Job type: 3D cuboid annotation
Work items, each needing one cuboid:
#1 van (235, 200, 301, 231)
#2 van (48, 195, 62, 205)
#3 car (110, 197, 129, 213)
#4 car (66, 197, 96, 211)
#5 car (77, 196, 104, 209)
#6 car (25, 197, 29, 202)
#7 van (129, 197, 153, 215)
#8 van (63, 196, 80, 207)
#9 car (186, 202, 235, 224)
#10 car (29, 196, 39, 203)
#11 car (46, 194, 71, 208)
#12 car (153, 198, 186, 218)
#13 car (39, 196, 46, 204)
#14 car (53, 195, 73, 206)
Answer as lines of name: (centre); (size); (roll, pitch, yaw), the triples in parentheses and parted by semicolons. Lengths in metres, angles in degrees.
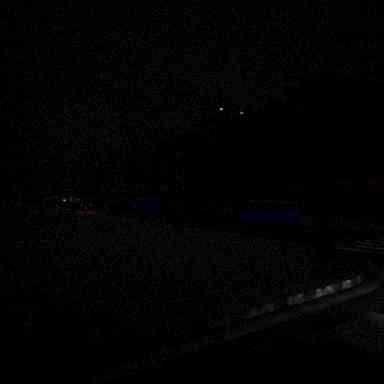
van: (4.928, 1.405, 21.177); (1.690, 1.788, 3.998); (0, 0, -36)
van: (-27.030, 1.576, 65.637); (1.690, 1.788, 3.998); (0, 0, -36)
car: (-7.856, 1.444, 38.958); (2.192, 1.841, 5.009); (0, 0, -36)
car: (-14.769, 1.749, 44.148); (1.895, 1.301, 4.718); (0, 0, -35)
car: (-14.247, 1.479, 47.853); (2.192, 1.841, 5.009); (0, 0, -36)
car: (-39.913, 1.831, 83.559); (1.752, 1.417, 4.829); (0, 0, -36)
van: (-4.660, 1.452, 34.515); (1.690, 1.788, 3.998); (0, 0, -36)
van: (-20.639, 1.541, 56.744); (1.690, 1.788, 3.998); (0, 0, -36)
car: (1.732, 1.519, 25.623); (1.967, 1.590, 4.097); (0, 0, -36)
car: (-36.618, 1.727, 78.975); (1.967, 1.590, 4.097); (0, 0, -36)
car: (-20.843, 1.403, 52.516); (2.150, 2.045, 5.566); (0, 0, -36)
car: (-1.464, 1.535, 30.069); (1.967, 1.590, 4.097); (0, 0, -36)
car: (-30.325, 1.778, 70.220); (1.752, 1.417, 4.829); (0, 0, -36)
car: (-23.835, 1.532, 61.191); (2.192, 1.841, 5.009); (0, 0, -36)
